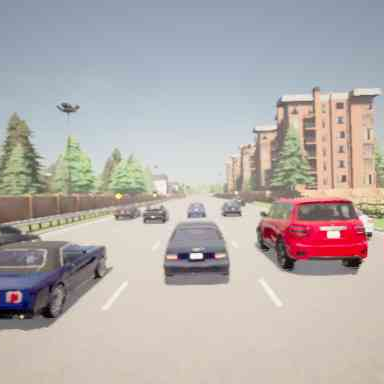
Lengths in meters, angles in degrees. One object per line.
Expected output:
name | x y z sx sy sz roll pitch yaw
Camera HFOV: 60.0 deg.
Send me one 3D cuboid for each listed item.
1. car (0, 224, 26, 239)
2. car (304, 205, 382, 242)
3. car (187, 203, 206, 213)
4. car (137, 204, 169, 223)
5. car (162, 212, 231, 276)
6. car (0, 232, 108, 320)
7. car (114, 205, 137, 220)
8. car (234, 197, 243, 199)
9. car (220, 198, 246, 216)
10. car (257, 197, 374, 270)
car | -6.841 1.803 11.271 1.812 1.442 4.674 -2 0 1
car | 7.253 1.448 16.624 1.812 1.442 4.674 -2 -1 1
car | 0.472 1.793 34.240 2.033 1.411 5.357 -2 0 1
car | -3.039 1.794 28.631 2.128 1.511 4.902 -2 0 1
car | 0.147 1.624 10.611 2.033 1.411 5.357 -2 0 1
car | -3.404 1.754 7.620 1.895 1.301 4.718 -2 0 1
car | -6.529 1.987 33.908 2.033 1.411 5.357 -2 0 1
car | 7.698 1.558 55.931 2.097 1.767 4.553 -2 0 1
car | 3.971 1.695 34.205 2.033 1.411 5.357 -2 0 1
car | 3.645 1.201 11.126 2.150 2.045 5.566 -2 -1 1
